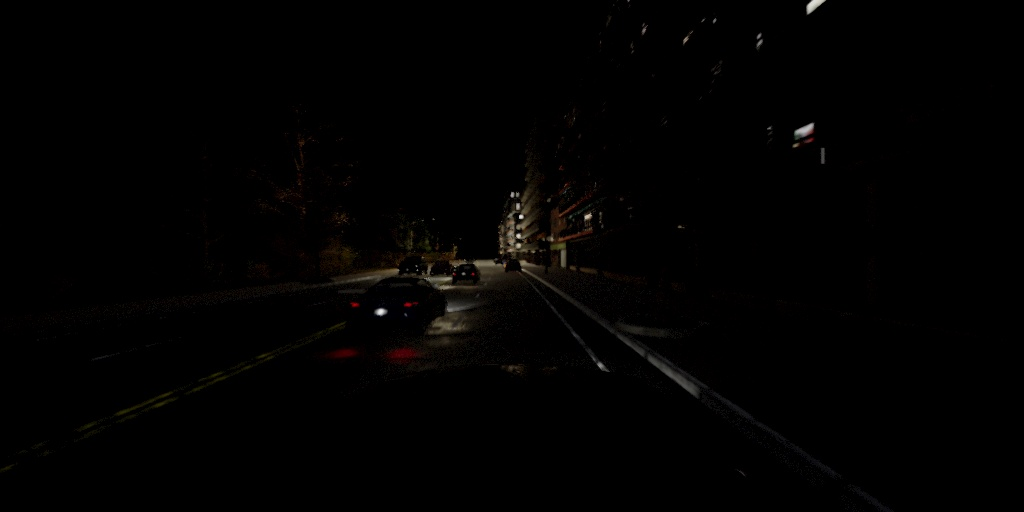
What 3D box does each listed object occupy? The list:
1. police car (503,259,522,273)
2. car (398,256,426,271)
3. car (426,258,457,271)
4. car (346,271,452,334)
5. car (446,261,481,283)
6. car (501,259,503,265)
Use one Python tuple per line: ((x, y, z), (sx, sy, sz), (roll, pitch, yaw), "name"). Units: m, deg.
((0.153, 1.216, 44.882), (1.930, 1.638, 5.238), (0, 0, -2), "police car")
((-10.423, 1.023, 38.228), (2.150, 2.045, 5.566), (0, -1, -2), "car")
((-7.135, 1.268, 36.817), (1.882, 1.535, 5.008), (0, 0, -2), "car")
((-3.212, 1.322, 10.718), (1.994, 1.385, 4.181), (0, 0, -1), "car")
((-3.473, 1.322, 27.904), (2.033, 1.411, 5.357), (0, 0, -1), "car")
((-0.287, 1.263, 55.006), (1.801, 1.575, 5.366), (0, 0, -3), "car")
